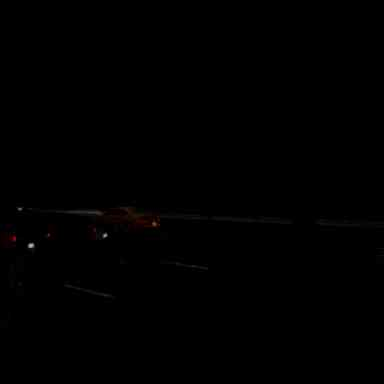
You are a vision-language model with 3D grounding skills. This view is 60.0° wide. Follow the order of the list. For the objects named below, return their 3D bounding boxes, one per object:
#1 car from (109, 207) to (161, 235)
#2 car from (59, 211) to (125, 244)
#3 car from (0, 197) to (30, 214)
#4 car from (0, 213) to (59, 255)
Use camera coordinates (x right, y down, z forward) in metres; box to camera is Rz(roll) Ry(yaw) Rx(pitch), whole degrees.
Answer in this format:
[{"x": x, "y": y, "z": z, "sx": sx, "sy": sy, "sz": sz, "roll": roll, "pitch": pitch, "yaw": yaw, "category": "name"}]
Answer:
[{"x": -4.076, "y": 1.613, "z": 19.680, "sx": 5.008, "sy": 1.535, "sz": 1.882, "roll": 0, "pitch": 0, "yaw": 36, "category": "car"}, {"x": -5.805, "y": 1.732, "z": 16.607, "sx": 4.718, "sy": 1.301, "sz": 1.895, "roll": -1, "pitch": 0, "yaw": 36, "category": "car"}, {"x": -15.914, "y": 1.486, "z": 28.113, "sx": 5.566, "sy": 2.045, "sz": 2.150, "roll": 0, "pitch": 0, "yaw": 36, "category": "car"}, {"x": -7.836, "y": 1.733, "z": 13.758, "sx": 4.718, "sy": 1.301, "sz": 1.895, "roll": -1, "pitch": 0, "yaw": 36, "category": "car"}]
